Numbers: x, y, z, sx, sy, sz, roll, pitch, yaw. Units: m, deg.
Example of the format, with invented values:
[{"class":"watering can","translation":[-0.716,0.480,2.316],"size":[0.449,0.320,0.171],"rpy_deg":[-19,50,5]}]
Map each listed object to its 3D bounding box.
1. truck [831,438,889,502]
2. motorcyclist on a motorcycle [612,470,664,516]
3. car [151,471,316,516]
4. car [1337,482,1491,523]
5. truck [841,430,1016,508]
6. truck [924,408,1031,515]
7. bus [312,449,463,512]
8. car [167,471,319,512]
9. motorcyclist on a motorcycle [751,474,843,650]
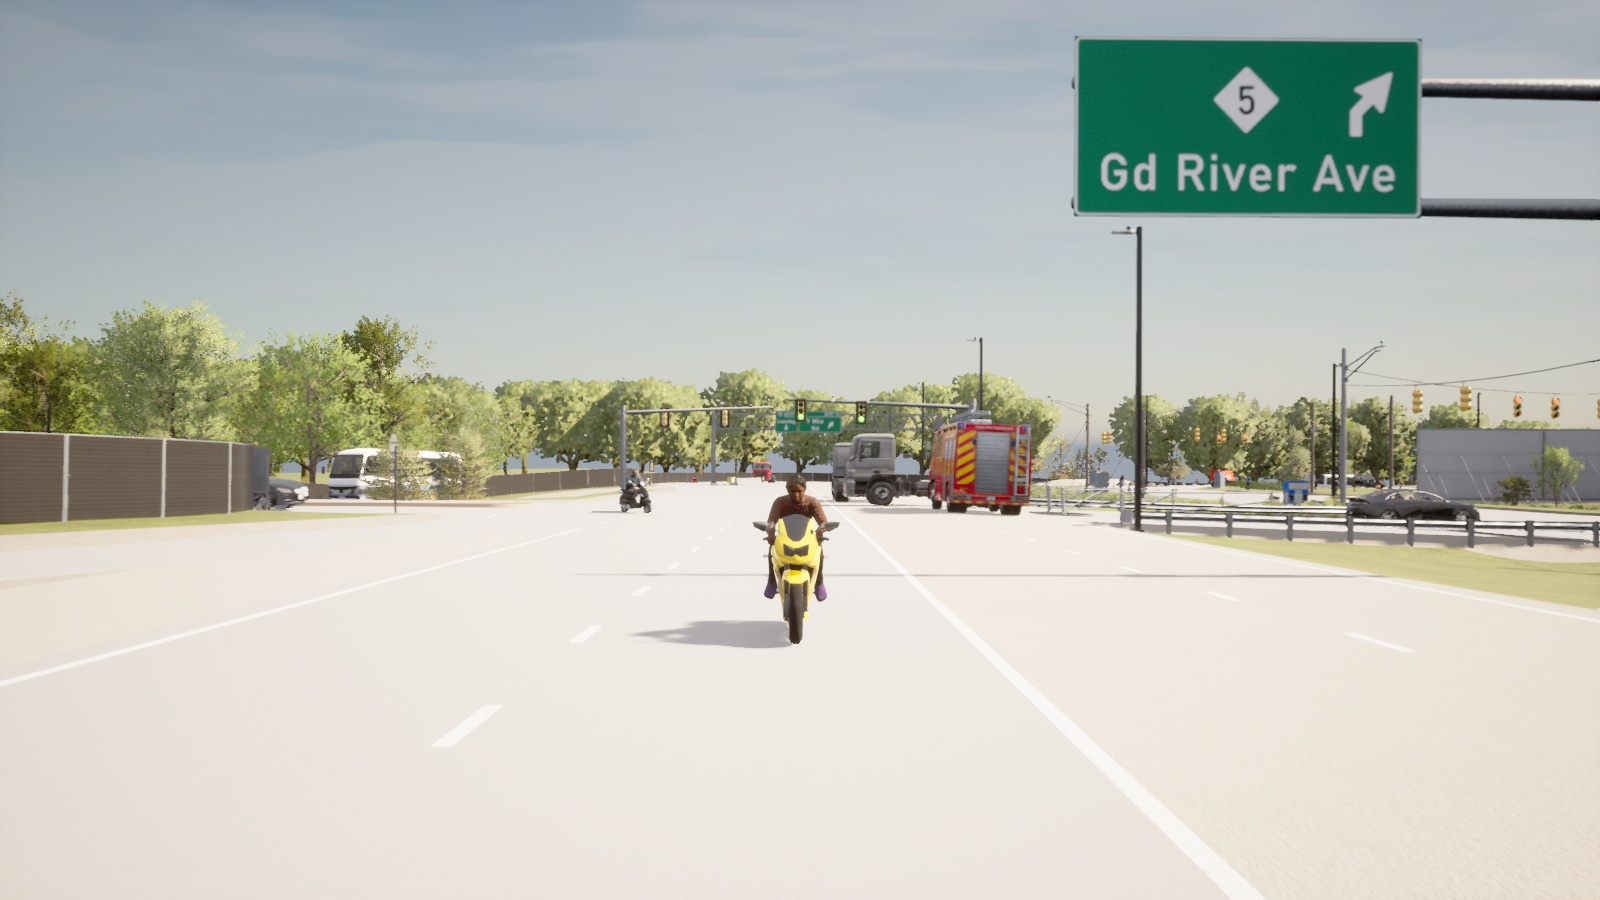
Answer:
[{"class":"truck","translation":[3.325,1.161,71.818],"size":[2.891,3.462,7.936],"rpy_deg":[0,-1,0]},{"class":"motorcyclist on a motorcycle","translation":[-5.863,1.541,45.363],"size":[1.817,1.590,0.866],"rpy_deg":[-1,1,44]},{"class":"car","translation":[-20.119,1.538,44.740],"size":[4.902,1.511,2.128],"rpy_deg":[0,0,-1]},{"class":"car","translation":[23.675,2.026,48.536],"size":[4.902,1.511,2.128],"rpy_deg":[0,-1,-2]},{"class":"truck","translation":[6.016,0.915,59.753],"size":[7.936,3.462,2.891],"rpy_deg":[1,-1,-2]},{"class":"truck","translation":[6.907,0.509,50.125],"size":[2.891,3.827,8.468],"rpy_deg":[2,-1,0]},{"class":"bus","translation":[-29.449,2.299,90.325],"size":[3.944,4.253,10.273],"rpy_deg":[-1,-3,30]},{"class":"car","translation":[-21.322,1.577,48.230],"size":[4.902,1.511,2.128],"rpy_deg":[-1,-1,-1]},{"class":"motorcyclist on a motorcycle","translation":[-0.029,0.992,11.929],"size":[0.797,1.523,2.044],"rpy_deg":[0,-1,0]}]
